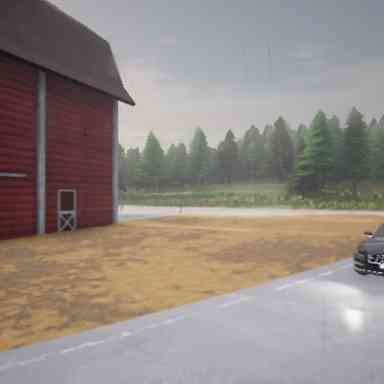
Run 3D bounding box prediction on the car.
[{"bbox_3d":[6.323,1.508,9.472,4.892,1.490,1.837,0,0,-42],"label":"car"}]
